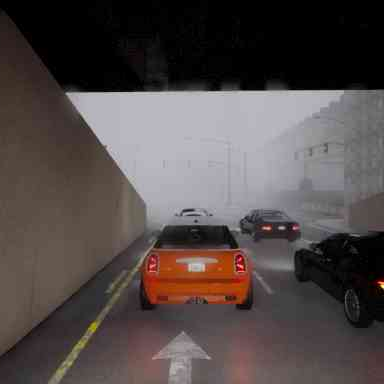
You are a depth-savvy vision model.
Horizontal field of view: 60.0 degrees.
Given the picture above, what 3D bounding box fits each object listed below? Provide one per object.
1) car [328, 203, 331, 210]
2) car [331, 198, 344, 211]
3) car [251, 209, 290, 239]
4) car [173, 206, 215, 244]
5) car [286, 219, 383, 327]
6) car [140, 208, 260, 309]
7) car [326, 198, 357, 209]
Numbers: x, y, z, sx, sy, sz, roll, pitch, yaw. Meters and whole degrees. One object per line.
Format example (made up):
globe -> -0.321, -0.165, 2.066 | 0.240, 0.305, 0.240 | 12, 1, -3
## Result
car -> 17.527, 1.453, 38.861 | 2.038, 1.542, 4.974 | 0, 0, 45
car -> 17.424, 1.453, 34.254 | 2.038, 1.542, 4.974 | 0, 0, -35
car -> 3.628, 1.547, 16.362 | 2.033, 1.411, 5.357 | 0, 0, -3
car -> 0.095, 1.526, 16.691 | 1.812, 1.442, 4.674 | 0, 0, 0
car -> 3.585, 1.526, 6.870 | 1.812, 1.442, 4.674 | 0, 0, 0
car -> 0.087, 1.352, 8.013 | 2.097, 1.767, 4.553 | 0, 0, 0
car -> 17.563, 1.295, 38.898 | 1.853, 1.218, 4.536 | 0, 0, 45
